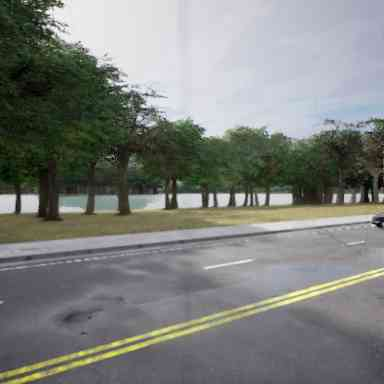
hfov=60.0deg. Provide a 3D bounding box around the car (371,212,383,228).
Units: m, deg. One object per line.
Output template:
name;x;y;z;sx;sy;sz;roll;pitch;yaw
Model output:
car;13.749;1.557;21.464;5.357;1.411;2.033;0;0;-35
